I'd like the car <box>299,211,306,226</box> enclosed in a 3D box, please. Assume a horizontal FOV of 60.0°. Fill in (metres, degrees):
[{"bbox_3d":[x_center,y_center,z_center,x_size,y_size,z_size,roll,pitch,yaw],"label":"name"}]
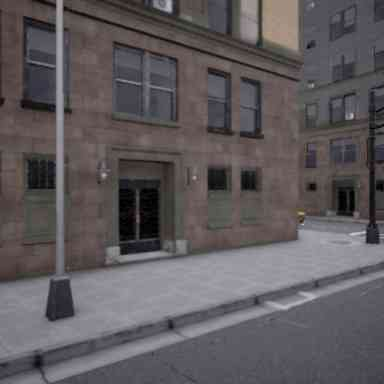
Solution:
[{"bbox_3d":[5.261,1.419,22.385,1.882,1.535,5.008,0,0,-36],"label":"car"}]
